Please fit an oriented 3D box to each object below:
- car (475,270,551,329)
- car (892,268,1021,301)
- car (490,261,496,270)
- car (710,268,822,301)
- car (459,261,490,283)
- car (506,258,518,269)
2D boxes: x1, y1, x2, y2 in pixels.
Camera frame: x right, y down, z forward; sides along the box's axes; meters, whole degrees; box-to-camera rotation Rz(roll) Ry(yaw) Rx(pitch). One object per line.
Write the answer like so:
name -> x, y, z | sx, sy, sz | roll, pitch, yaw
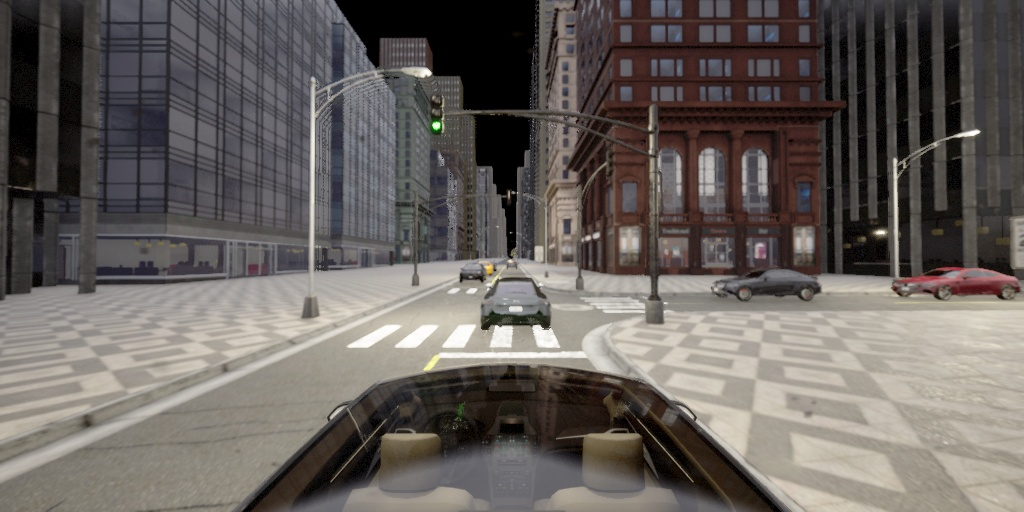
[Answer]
car -> 0.098, 1.338, 11.370 | 1.994, 1.385, 4.181 | 0, 0, 0
car -> 20.807, 1.277, 16.854 | 4.674, 1.442, 1.812 | 0, -1, 0
car -> -3.090, 1.342, 39.268 | 1.882, 1.535, 5.008 | 0, 0, 0
car -> 11.871, 1.307, 16.858 | 4.674, 1.442, 1.812 | 0, -1, -2
car -> -3.097, 1.317, 29.243 | 1.882, 1.535, 5.008 | 0, 0, 0
car -> 0.004, 1.395, 59.741 | 2.128, 1.511, 4.902 | 0, 0, 0
